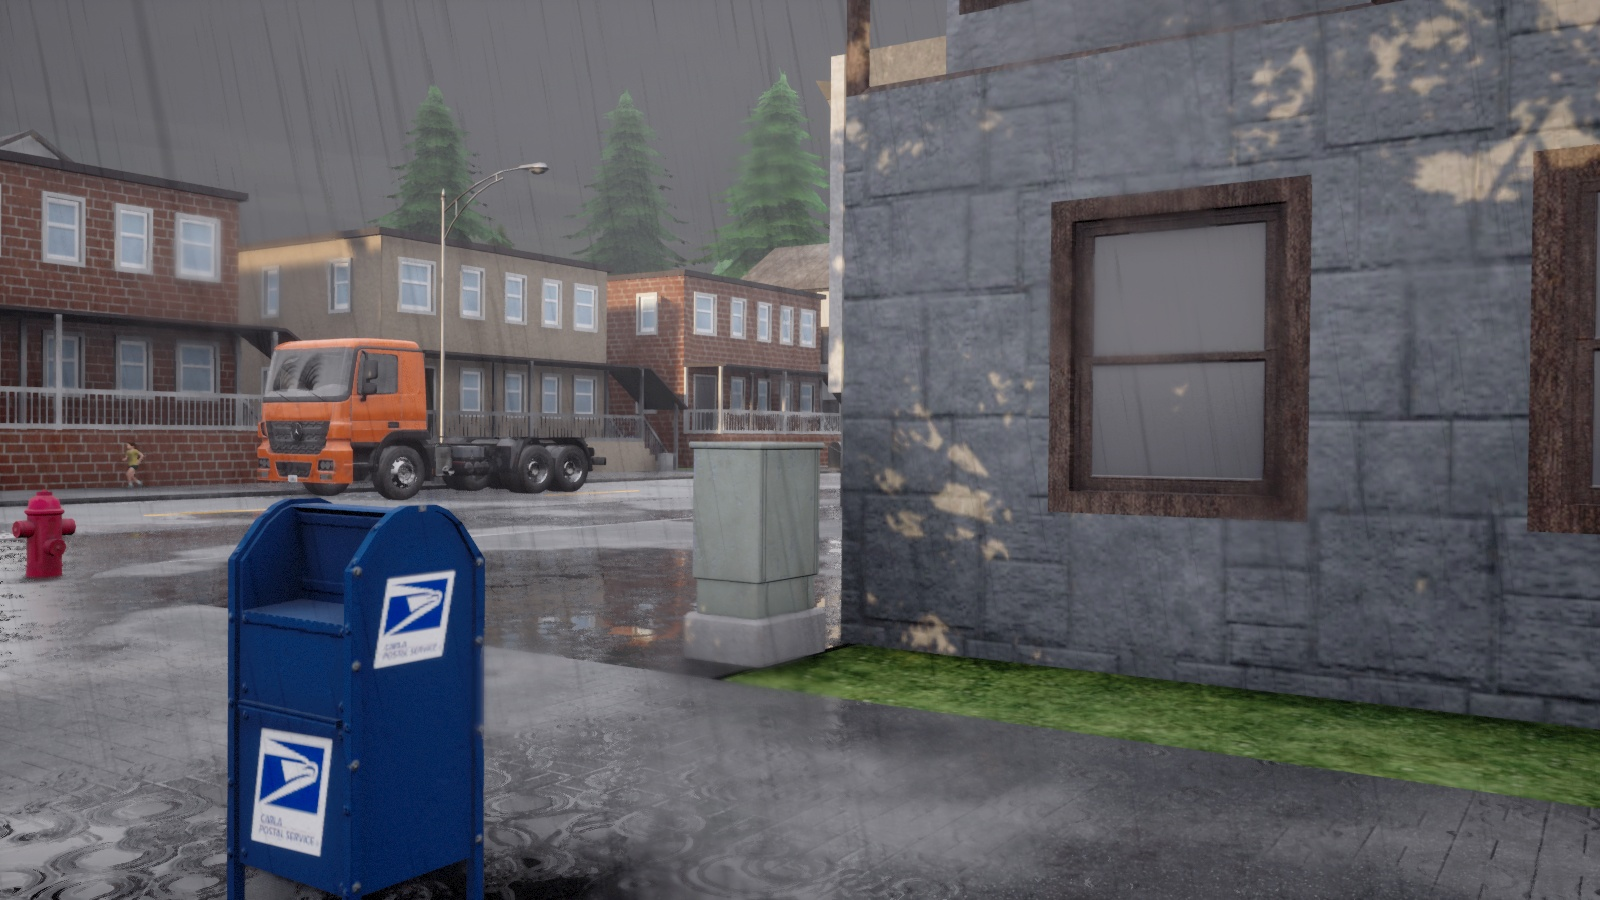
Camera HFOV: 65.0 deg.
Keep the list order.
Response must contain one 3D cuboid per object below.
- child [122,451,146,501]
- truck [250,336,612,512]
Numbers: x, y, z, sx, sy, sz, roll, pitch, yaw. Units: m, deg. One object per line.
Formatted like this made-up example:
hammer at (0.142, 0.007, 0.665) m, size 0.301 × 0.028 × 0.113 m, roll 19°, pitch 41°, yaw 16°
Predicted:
child at (-14.925, 0.572, 28.146) m, size 0.255 × 1.110 × 0.394 m, roll 0°, pitch 1°, yaw 34°
truck at (-8.083, -0.570, 28.753) m, size 2.891 × 3.462 × 7.936 m, roll 0°, pitch 1°, yaw 33°
